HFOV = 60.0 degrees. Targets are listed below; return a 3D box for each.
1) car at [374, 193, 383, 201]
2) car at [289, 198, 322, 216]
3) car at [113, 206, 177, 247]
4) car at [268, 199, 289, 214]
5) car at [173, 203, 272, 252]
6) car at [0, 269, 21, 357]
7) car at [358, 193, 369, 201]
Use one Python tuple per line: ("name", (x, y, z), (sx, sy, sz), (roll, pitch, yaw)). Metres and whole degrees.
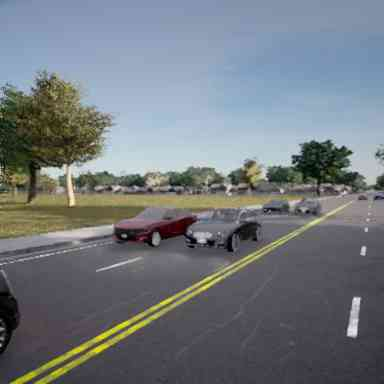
("car", (42.393, 1.185, 75.334), (1.882, 1.535, 5.008), (0, 0, 28))
("car", (10.817, 1.350, 30.822), (2.128, 1.511, 4.902), (0, 0, 29))
("car", (-1.460, 1.419, 15.135), (1.882, 1.535, 5.008), (0, 0, 28))
("car", (8.608, 1.403, 33.537), (2.033, 1.411, 5.357), (0, 0, 29))
("car", (1.504, 1.431, 13.784), (2.128, 1.511, 4.902), (0, 0, 28))
("car", (-4.227, 1.350, 3.231), (2.097, 1.767, 4.553), (0, 0, 26))
("car", (39.536, 1.234, 76.884), (2.128, 1.511, 4.902), (0, 0, 28))
